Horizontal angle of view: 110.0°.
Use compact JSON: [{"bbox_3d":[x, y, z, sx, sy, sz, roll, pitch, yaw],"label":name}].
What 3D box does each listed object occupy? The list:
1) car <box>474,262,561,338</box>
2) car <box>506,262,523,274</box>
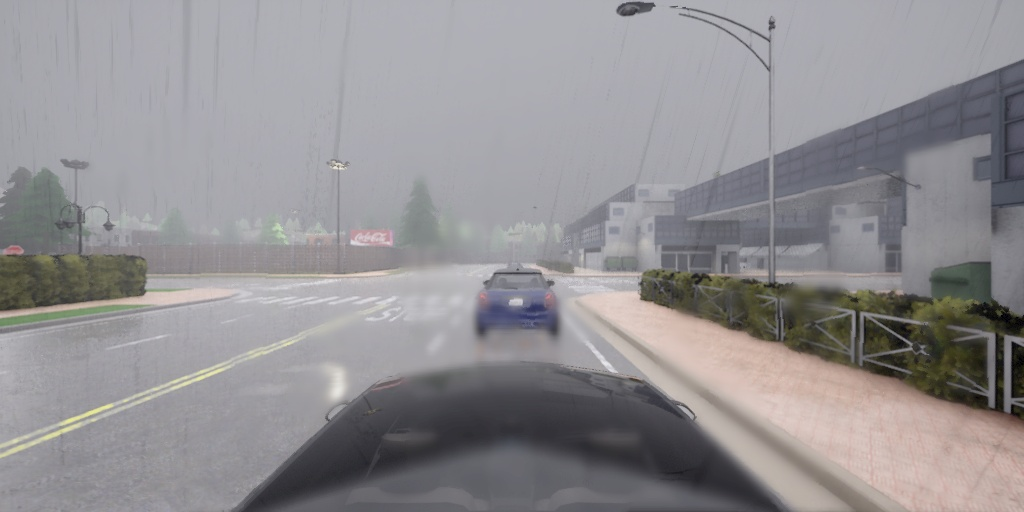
[{"bbox_3d":[0.217,1.126,10.498,2.097,1.767,4.553,0,0,3],"label":"car"},{"bbox_3d":[0.319,1.431,44.010,1.994,1.385,4.181,0,0,1],"label":"car"}]
